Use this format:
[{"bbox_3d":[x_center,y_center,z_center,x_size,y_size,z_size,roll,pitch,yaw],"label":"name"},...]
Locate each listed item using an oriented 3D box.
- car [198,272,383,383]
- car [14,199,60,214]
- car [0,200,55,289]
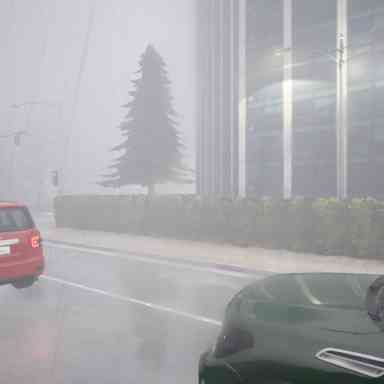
[{"bbox_3d":[2.711,1.221,2.057,5.566,2.045,2.150,0,0,36],"label":"car"},{"bbox_3d":[-17.214,1.564,37.021,1.994,1.385,4.181,0,0,36],"label":"car"},{"bbox_3d":[-5.762,1.221,8.033,5.566,2.045,2.150,0,0,38],"label":"car"}]
